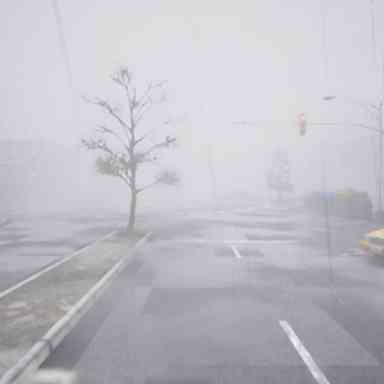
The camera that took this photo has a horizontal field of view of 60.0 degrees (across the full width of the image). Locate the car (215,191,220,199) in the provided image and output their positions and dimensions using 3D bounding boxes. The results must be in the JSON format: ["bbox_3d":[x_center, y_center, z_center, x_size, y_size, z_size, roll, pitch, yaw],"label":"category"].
[{"bbox_3d":[8.274,0.862,71.909,5.366,1.575,1.946,1,0,-20],"label":"car"}]

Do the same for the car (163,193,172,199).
[{"bbox_3d":[-5.482,0.945,75.198,2.128,1.511,4.902,0,-1,0],"label":"car"}]

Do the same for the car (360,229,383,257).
[{"bbox_3d":[7.953,1.369,10.698,5.366,1.575,1.946,1,1,-20],"label":"car"}]

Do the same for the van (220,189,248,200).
[{"bbox_3d":[8.294,0.526,63.001,4.442,1.987,1.878,1,-1,-20],"label":"van"}]

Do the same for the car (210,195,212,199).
[{"bbox_3d":[8.561,1.138,92.819,5.008,1.535,2.097,1,-1,-20],"label":"car"}]
